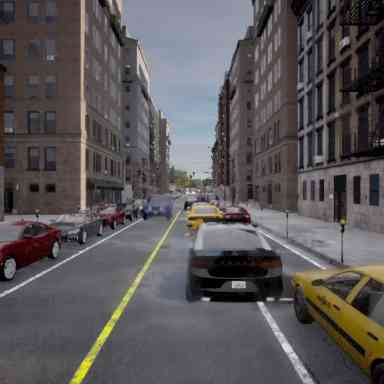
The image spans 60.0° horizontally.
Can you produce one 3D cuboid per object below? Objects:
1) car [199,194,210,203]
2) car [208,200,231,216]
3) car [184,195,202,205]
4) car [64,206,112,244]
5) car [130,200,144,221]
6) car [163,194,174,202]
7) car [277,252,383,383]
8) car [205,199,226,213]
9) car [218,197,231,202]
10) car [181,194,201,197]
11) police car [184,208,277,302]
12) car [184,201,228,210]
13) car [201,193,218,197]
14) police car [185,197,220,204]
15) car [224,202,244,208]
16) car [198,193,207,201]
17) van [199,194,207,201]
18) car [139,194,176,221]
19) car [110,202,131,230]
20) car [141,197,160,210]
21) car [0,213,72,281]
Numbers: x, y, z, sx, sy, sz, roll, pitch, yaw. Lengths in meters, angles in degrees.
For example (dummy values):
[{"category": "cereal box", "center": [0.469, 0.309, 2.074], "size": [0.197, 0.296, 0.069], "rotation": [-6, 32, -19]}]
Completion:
[{"category": "car", "center": [2.697, 1.301, 70.970], "size": [2.192, 1.841, 5.009], "rotation": [0, 0, 0]}, {"category": "car", "center": [2.635, 1.540, 32.550], "size": [1.887, 1.381, 4.507], "rotation": [0, 0, 0]}, {"category": "car", "center": [0.009, 1.471, 42.463], "size": [1.882, 1.535, 5.008], "rotation": [0, 0, 0]}, {"category": "car", "center": [-5.390, 1.549, 15.502], "size": [2.008, 1.369, 4.403], "rotation": [0, 0, 0]}, {"category": "car", "center": [-5.390, 1.563, 26.867], "size": [1.947, 1.339, 4.313], "rotation": [0, 0, 0]}, {"category": "car", "center": [-5.422, 1.300, 76.473], "size": [2.192, 1.841, 5.009], "rotation": [0, 0, 0]}, {"category": "car", "center": [2.635, 1.525, 4.308], "size": [1.752, 1.417, 4.829], "rotation": [0, 0, 0]}, {"category": "car", "center": [2.635, 1.545, 38.232], "size": [2.008, 1.369, 4.403], "rotation": [0, 0, 0]}, {"category": "car", "center": [2.635, 1.437, 26.868], "size": [1.967, 1.590, 4.097], "rotation": [0, 0, 0]}, {"category": "car", "center": [0.339, 1.515, 51.777], "size": [1.812, 1.442, 4.674], "rotation": [0, 0, 23]}, {"category": "police car", "center": [0.823, 1.425, 8.435], "size": [1.930, 1.638, 5.238], "rotation": [0, 0, 0]}, {"category": "car", "center": [0.716, 1.480, 18.353], "size": [1.882, 1.535, 5.008], "rotation": [0, 0, 2]}, {"category": "car", "center": [2.634, 1.308, 43.914], "size": [2.192, 1.841, 5.009], "rotation": [0, 0, 0]}, {"category": "police car", "center": [0.707, 1.422, 24.407], "size": [1.930, 1.638, 5.238], "rotation": [0, 0, -2]}, {"category": "car", "center": [2.635, 1.542, 21.185], "size": [1.887, 1.381, 4.507], "rotation": [0, 0, 0]}, {"category": "car", "center": [2.683, 1.296, 87.482], "size": [2.192, 1.841, 5.009], "rotation": [0, 0, 0]}, {"category": "van", "center": [2.688, 1.324, 81.978], "size": [1.690, 1.788, 3.998], "rotation": [0, 0, 0]}, {"category": "car", "center": [-2.752, 1.218, 27.924], "size": [2.150, 2.045, 5.566], "rotation": [0, 0, 0]}, {"category": "car", "center": [-5.390, 1.542, 21.185], "size": [1.887, 1.381, 4.507], "rotation": [0, 0, 0]}, {"category": "car", "center": [-5.391, 1.433, 43.913], "size": [1.967, 1.590, 4.097], "rotation": [0, 0, 0]}, {"category": "car", "center": [-5.390, 1.544, 9.820], "size": [1.887, 1.381, 4.507], "rotation": [0, 0, 0]}]
